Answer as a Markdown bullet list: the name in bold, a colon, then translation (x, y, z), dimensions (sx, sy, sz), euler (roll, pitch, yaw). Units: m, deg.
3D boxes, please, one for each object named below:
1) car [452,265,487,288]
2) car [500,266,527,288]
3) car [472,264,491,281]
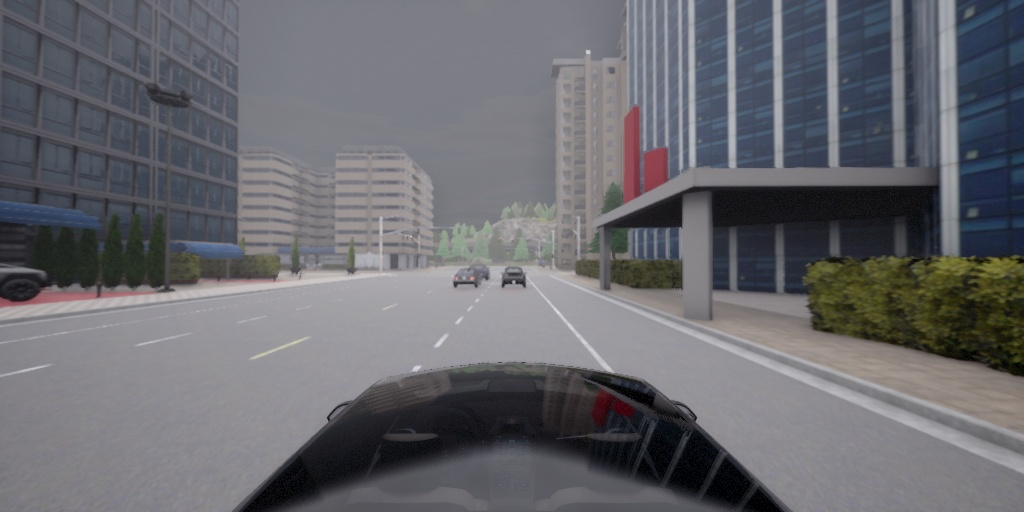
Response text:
- **car**: translation (-3.385, 1.655, 27.851), dimensions (2.033, 1.411, 5.357), euler (0, -1, 0)
- **car**: translation (0.128, 1.611, 27.615), dimensions (1.837, 1.490, 4.892), euler (0, -1, 0)
- **car**: translation (-3.387, 1.591, 37.392), dimensions (2.097, 1.767, 4.553), euler (0, -1, 0)
